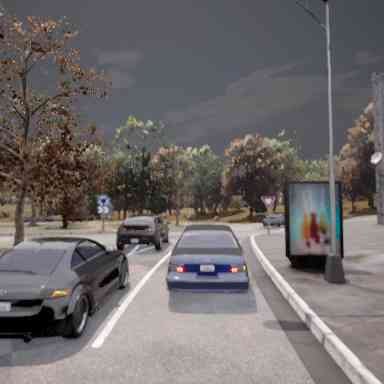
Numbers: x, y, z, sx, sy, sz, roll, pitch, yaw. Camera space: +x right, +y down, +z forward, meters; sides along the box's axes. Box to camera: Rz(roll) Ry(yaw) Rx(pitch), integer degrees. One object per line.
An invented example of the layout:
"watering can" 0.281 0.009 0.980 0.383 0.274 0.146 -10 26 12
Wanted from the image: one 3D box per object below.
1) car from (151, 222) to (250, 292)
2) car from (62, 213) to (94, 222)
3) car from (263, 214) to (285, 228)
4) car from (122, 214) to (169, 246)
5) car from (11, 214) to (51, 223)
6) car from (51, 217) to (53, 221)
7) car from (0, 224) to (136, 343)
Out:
"car" 0.435 1.592 9.003 2.033 1.411 5.357 0 -1 3
"car" -18.879 4.290 55.241 5.008 1.535 1.882 0 -4 -13
"car" 9.420 3.109 36.493 2.128 1.511 4.902 -3 -4 35
"car" -2.161 1.782 15.529 1.837 1.490 4.892 0 -2 2
"car" -25.250 4.093 51.653 4.902 1.511 2.128 3 -5 -38
"car" -26.079 4.374 55.143 5.357 1.411 2.033 3 -5 -35
"car" -2.599 1.578 6.608 1.994 1.385 4.181 0 -1 2
